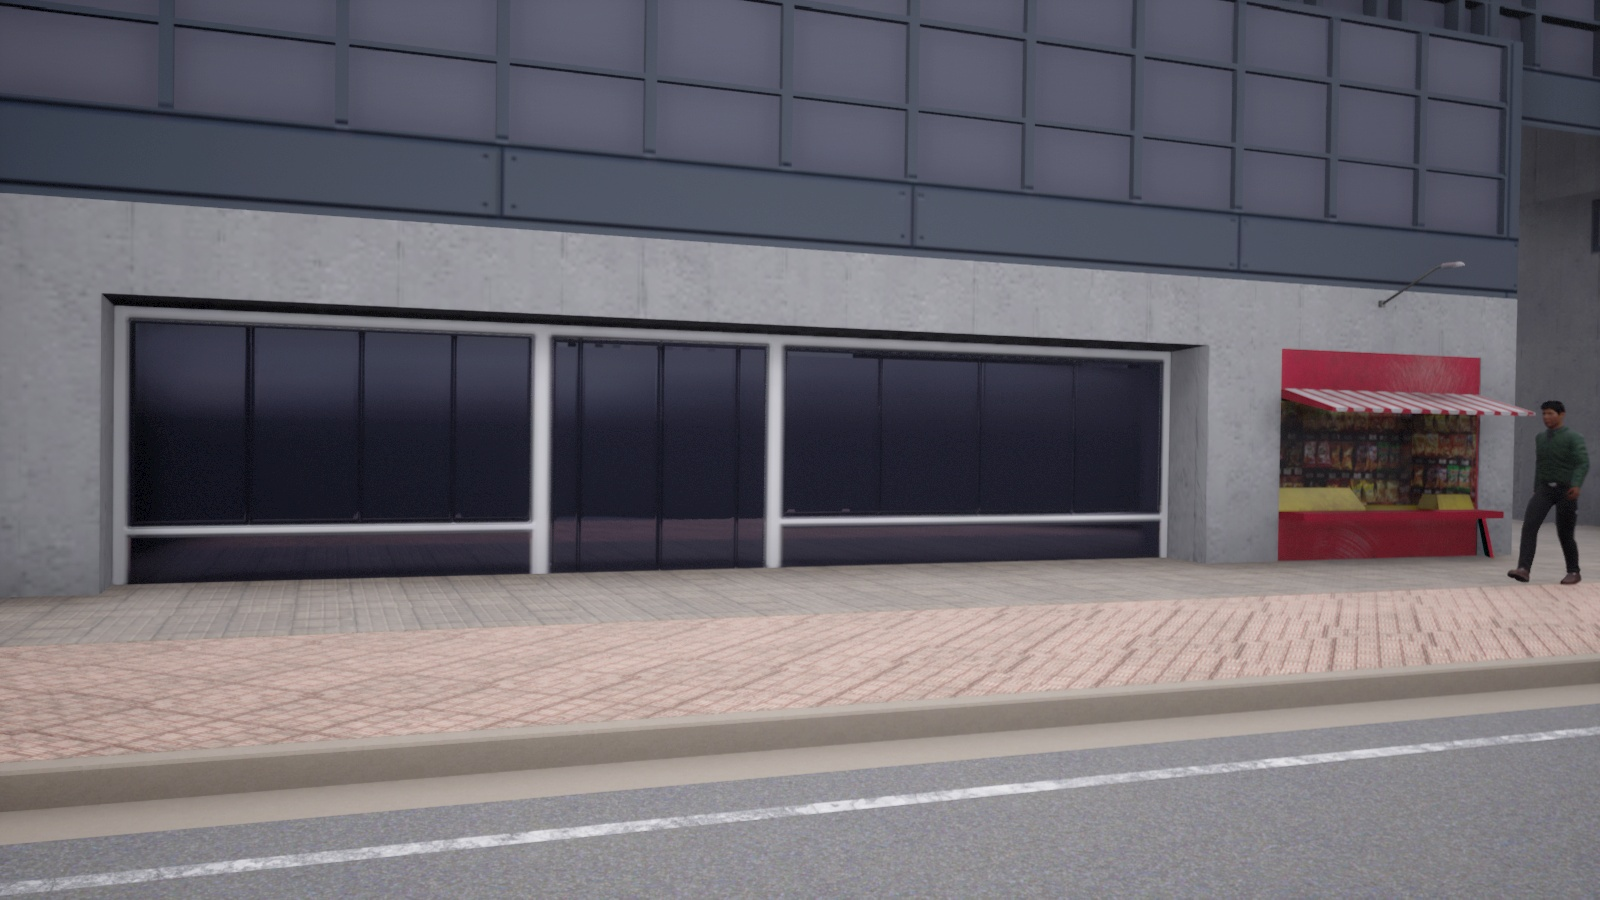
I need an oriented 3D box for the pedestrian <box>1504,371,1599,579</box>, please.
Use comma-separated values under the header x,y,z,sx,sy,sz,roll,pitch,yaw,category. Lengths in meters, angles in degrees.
x,y,z,sx,sy,sz,roll,pitch,yaw,category
7.249,0.229,12.096,0.788,1.949,0.423,-1,1,-23,pedestrian
